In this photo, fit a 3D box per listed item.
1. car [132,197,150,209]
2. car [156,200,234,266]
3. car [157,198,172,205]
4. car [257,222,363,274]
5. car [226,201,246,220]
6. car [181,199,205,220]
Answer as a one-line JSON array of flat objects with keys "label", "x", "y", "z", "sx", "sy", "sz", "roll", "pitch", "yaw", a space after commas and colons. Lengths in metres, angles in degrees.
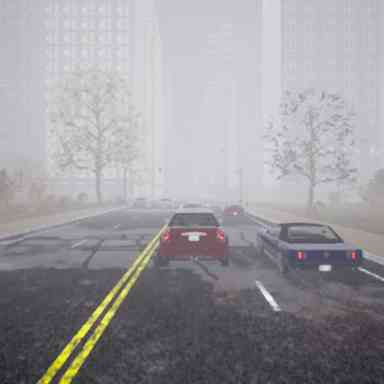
[{"label": "car", "x": -6.559, "y": 1.419, "z": 43.157, "sx": 1.837, "sy": 1.490, "sz": 4.892, "roll": 0, "pitch": 0, "yaw": 0}, {"label": "car", "x": 0.068, "y": 1.333, "z": 11.594, "sx": 2.097, "sy": 1.767, "sz": 4.553, "roll": 0, "pitch": 0, "yaw": 0}, {"label": "car", "x": -3.315, "y": 1.440, "z": 42.326, "sx": 1.812, "sy": 1.442, "sz": 4.674, "roll": 0, "pitch": 0, "yaw": 0}, {"label": "car", "x": 3.313, "y": 1.585, "z": 10.434, "sx": 1.895, "sy": 1.301, "sz": 4.718, "roll": 0, "pitch": 0, "yaw": 0}, {"label": "car", "x": 3.329, "y": 1.475, "z": 27.783, "sx": 1.812, "sy": 1.442, "sz": 4.674, "roll": 0, "pitch": 0, "yaw": 0}, {"label": "car", "x": 0.084, "y": 1.426, "z": 28.392, "sx": 1.882, "sy": 1.535, "sz": 5.008, "roll": 0, "pitch": 0, "yaw": 0}]
